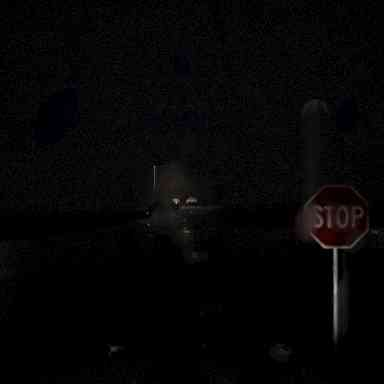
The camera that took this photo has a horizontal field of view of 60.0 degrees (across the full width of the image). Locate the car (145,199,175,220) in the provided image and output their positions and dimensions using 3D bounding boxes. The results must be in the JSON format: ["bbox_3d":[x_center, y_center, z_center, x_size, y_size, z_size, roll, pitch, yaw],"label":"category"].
[{"bbox_3d":[-2.882,1.637,29.532,2.033,1.411,5.357,0,0,0],"label":"car"}]

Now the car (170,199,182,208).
[{"bbox_3d":[-2.820,2.028,59.250,1.994,1.385,4.181,0,-1,1],"label":"car"}]

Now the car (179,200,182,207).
[{"bbox_3d":[-2.869,1.806,49.299,2.128,1.511,4.902,0,-1,0],"label":"car"}]

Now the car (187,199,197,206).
[{"bbox_3d":[-0.060,2.165,71.293,2.033,1.411,5.357,0,-1,0],"label":"car"}]

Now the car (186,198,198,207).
[{"bbox_3d":[-0.052,1.846,61.266,2.097,1.767,4.553,0,-1,0],"label":"car"}]

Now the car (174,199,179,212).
[{"bbox_3d":[-2.872,1.784,39.431,1.895,1.301,4.718,0,-1,0],"label":"car"}]
